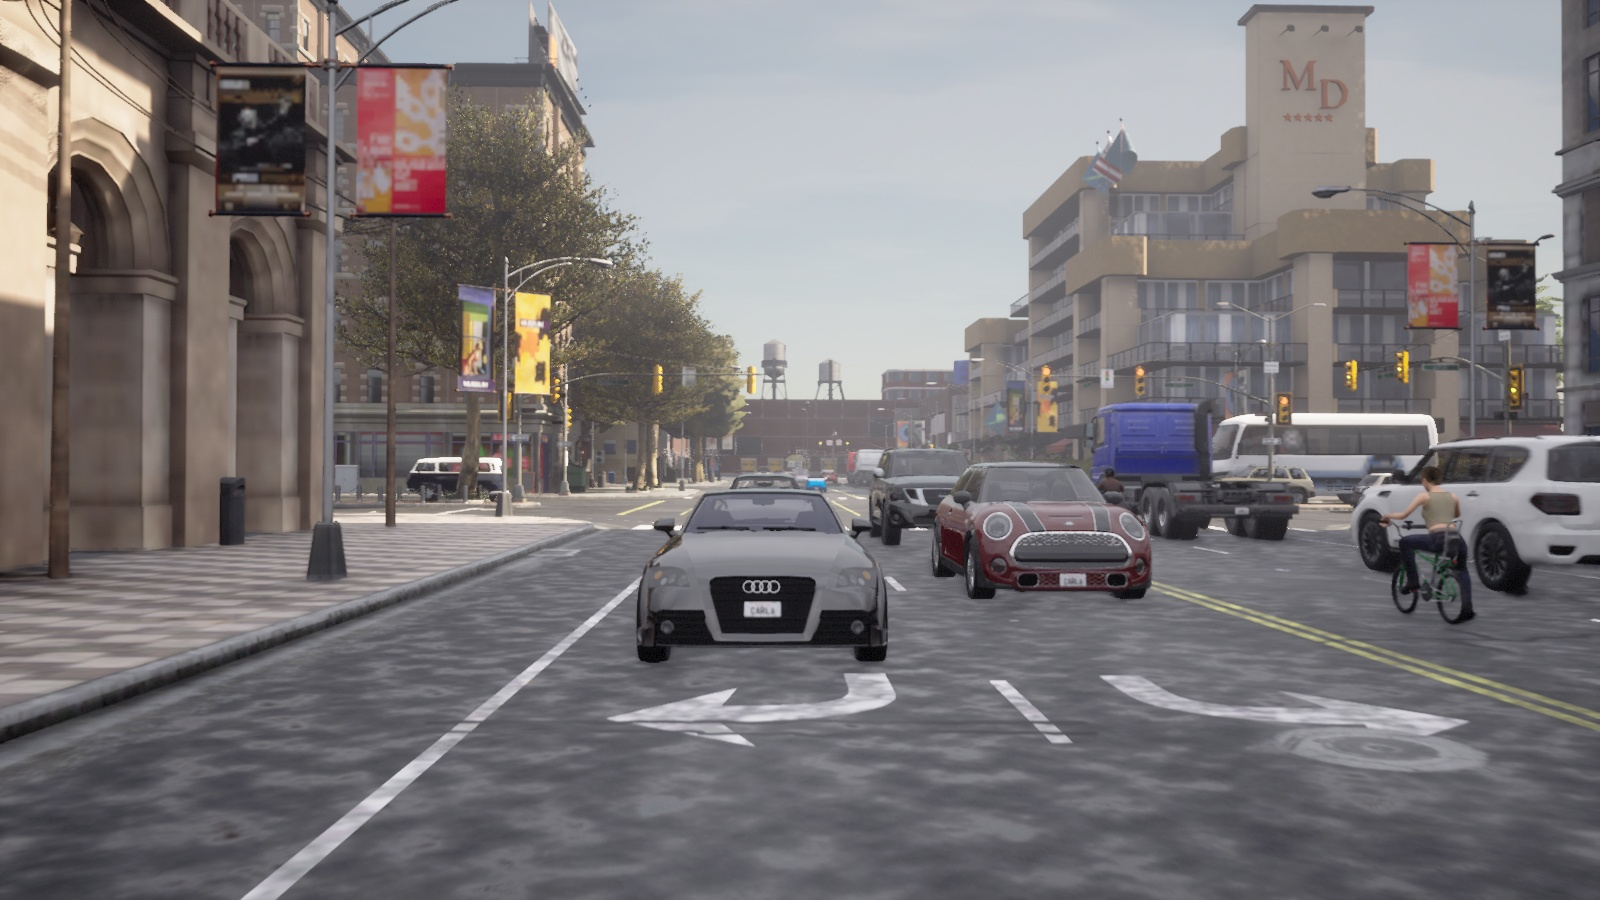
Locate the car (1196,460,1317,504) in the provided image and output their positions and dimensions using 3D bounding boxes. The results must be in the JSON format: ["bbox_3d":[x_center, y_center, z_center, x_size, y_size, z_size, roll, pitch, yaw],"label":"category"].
[{"bbox_3d":[20.069,1.391,55.328,4.605,1.855,1.932,1,-1,-3],"label":"car"}]

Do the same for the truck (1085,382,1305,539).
[{"bbox_3d":[9.633,0.281,31.714,2.891,3.462,7.936,0,-1,-1],"label":"truck"}]

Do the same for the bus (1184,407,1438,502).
[{"bbox_3d":[23.818,0.240,59.001,10.273,4.253,3.944,0,-1,-1],"label":"bus"}]

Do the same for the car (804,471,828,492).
[{"bbox_3d":[1.041,2.128,83.905,1.481,1.376,2.207,0,-1,-2],"label":"car"}]

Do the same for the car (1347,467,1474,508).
[{"bbox_3d":[23.048,1.402,47.494,3.806,1.475,1.970,0,-1,-1],"label":"car"}]

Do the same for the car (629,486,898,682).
[{"bbox_3d":[-0.329,1.049,11.409,1.994,1.385,4.181,0,-1,-2],"label":"car"}]

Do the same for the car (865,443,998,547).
[{"bbox_3d":[2.730,0.940,27.399,2.150,2.045,5.566,0,-1,-2],"label":"car"}]

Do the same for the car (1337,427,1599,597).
[{"bbox_3d":[10.009,0.768,17.962,2.150,2.045,5.566,0,-1,-1],"label":"car"}]

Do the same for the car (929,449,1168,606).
[{"bbox_3d":[3.044,0.907,16.476,2.097,1.767,4.553,0,-1,-2],"label":"car"}]

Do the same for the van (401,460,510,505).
[{"bbox_3d":[-15.876,1.478,58.051,4.480,2.038,2.069,0,-1,-1],"label":"van"}]

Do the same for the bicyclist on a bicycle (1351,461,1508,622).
[{"bbox_3d":[6.636,0.927,13.327,0.866,1.612,1.509,0,-1,-1],"label":"bicyclist on a bicycle"}]

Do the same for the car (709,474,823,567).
[{"bbox_3d":[-0.613,1.163,22.202,1.816,1.474,4.193,0,-1,-2],"label":"car"}]
